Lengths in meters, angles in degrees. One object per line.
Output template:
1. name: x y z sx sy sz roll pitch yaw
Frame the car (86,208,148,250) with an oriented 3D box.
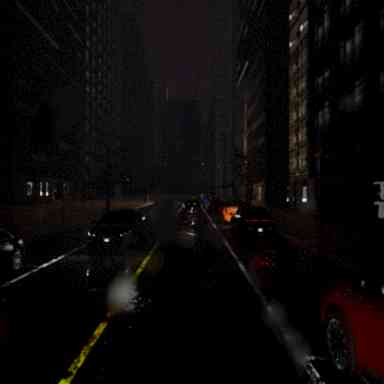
1. car: -3.060 1.499 14.431 1.837 1.490 4.892 0 0 0

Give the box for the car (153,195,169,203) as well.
1. car: -5.691 1.400 58.806 1.967 1.590 4.097 1 0 0

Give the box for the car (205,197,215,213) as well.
1. car: 2.691 1.523 36.270 1.887 1.381 4.507 0 0 0

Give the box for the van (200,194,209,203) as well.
1. van: 2.688 1.289 70.119 1.690 1.788 3.998 1 0 0

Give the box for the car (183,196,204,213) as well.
1. car: 0.042 1.479 36.920 1.837 1.490 4.892 0 -1 0

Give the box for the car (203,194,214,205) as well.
1. car: 2.692 1.414 41.911 1.967 1.590 4.097 0 0 0

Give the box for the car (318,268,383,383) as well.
1. car: 2.699 1.314 2.421 2.192 1.841 5.009 0 0 0

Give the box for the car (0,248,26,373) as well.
1. car: -3.093 1.525 2.248 1.812 1.442 4.674 0 0 0

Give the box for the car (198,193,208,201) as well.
1. car: 2.687 1.251 81.401 2.192 1.841 5.009 1 0 0

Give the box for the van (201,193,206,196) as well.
1. van: 2.691 1.306 53.194 1.690 1.788 3.998 1 0 0

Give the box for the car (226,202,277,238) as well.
1. car: 3.143 1.495 17.726 1.837 1.490 4.892 0 0 0

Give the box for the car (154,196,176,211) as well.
1. car: -3.100 1.522 40.824 2.033 1.411 5.357 0 0 0

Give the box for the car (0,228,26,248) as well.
1. car: -5.684 1.547 8.020 2.008 1.369 4.403 1 0 0

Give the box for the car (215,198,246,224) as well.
1. car: 3.109 1.339 24.697 2.097 1.767 4.553 0 0 0
